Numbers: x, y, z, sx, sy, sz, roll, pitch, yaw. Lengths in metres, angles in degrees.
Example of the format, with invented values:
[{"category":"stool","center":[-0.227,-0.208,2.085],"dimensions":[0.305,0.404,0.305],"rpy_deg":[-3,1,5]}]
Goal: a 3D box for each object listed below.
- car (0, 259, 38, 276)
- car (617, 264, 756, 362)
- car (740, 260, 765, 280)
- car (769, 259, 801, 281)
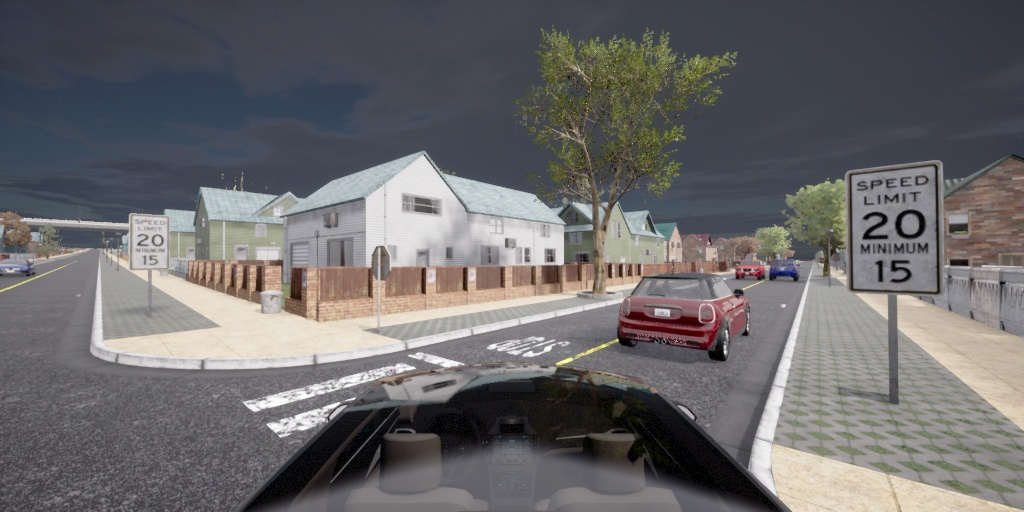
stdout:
[{"category":"car","center":[-42.114,0.968,30.394],"dimensions":[4.674,1.442,1.812],"rpy_deg":[1,0,41]},{"category":"car","center":[4.383,1.174,8.812],"dimensions":[2.097,1.767,4.553],"rpy_deg":[-1,-1,40]},{"category":"car","center":[24.973,1.395,37.493],"dimensions":[2.150,2.045,5.566],"rpy_deg":[-1,-1,40]},{"category":"car","center":[26.815,1.362,35.298],"dimensions":[2.150,2.045,5.566],"rpy_deg":[-1,-1,40]}]
